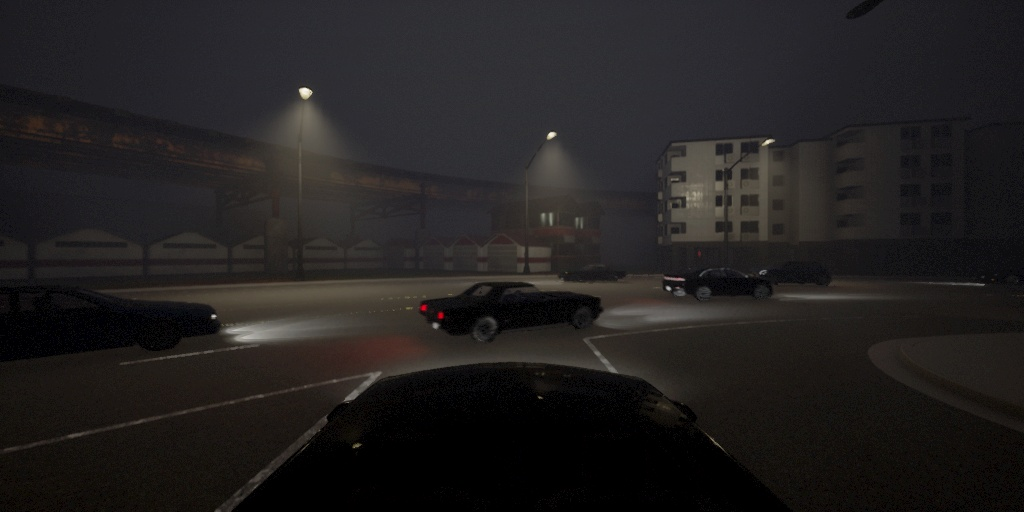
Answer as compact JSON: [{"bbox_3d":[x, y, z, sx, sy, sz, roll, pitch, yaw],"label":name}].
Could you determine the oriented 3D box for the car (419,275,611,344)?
[{"bbox_3d":[0.125,1.333,9.486,4.718,1.301,1.895,0,0,-30],"label":"car"}]

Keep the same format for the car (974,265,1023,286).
[{"bbox_3d":[34.196,1.265,23.894,4.181,1.385,1.994,0,0,21],"label":"car"}]

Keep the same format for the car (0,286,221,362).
[{"bbox_3d":[-9.043,1.285,6.814,2.033,1.411,5.357,0,0,44],"label":"car"}]

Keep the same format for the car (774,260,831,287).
[{"bbox_3d":[18.107,1.052,23.739,4.553,1.767,2.097,0,0,4],"label":"car"}]

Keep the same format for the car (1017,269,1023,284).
[{"bbox_3d":[21.736,1.290,12.695,4.181,1.385,1.994,0,0,8],"label":"car"}]

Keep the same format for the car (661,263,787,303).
[{"bbox_3d":[9.260,1.209,16.214,4.902,1.511,2.128,0,0,-11],"label":"car"}]

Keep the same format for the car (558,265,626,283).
[{"bbox_3d":[5.812,1.295,26.480,4.718,1.301,1.895,0,0,-11],"label":"car"}]
